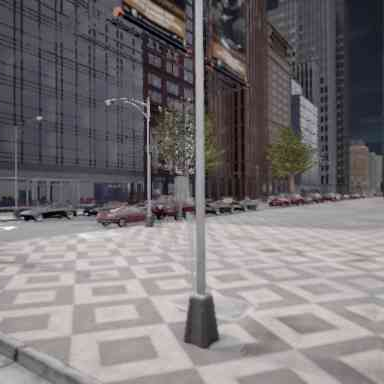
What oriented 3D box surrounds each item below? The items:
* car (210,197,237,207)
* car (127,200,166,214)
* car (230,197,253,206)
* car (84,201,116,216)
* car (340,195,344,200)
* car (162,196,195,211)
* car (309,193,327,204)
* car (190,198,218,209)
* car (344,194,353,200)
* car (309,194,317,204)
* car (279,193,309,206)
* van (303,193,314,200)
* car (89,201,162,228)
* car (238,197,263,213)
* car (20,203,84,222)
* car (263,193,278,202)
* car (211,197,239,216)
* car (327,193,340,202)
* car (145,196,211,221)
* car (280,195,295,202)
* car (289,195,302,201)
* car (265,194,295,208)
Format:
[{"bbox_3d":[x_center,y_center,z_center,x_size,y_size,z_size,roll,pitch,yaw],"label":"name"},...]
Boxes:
[{"bbox_3d":[4.742,1.421,49.257,1.752,1.417,4.829,0,0,35],"label":"car"},{"bbox_3d":[-4.769,1.520,35.472,1.802,1.307,4.206,0,0,35],"label":"car"},{"bbox_3d":[8.041,1.450,54.039,1.947,1.339,4.313,0,0,35],"label":"car"},{"bbox_3d":[-7.971,1.520,30.830,1.947,1.339,4.313,0,0,35],"label":"car"},{"bbox_3d":[31.162,1.297,72.538,1.752,1.417,4.829,0,0,35],"label":"car"},{"bbox_3d":[-1.568,1.361,40.113,1.967,1.590,4.097,0,0,35],"label":"car"},{"bbox_3d":[21.457,1.113,58.475,2.192,1.841,5.009,0,0,35],"label":"car"},{"bbox_3d":[1.636,1.490,44.755,1.802,1.307,4.206,0,0,35],"label":"car"},{"bbox_3d":[37.469,1.353,81.680,1.802,1.307,4.206,-1,0,35],"label":"car"},{"bbox_3d":[18.256,1.373,53.833,1.947,1.339,4.313,0,0,35],"label":"car"},{"bbox_3d":[15.053,1.132,49.193,2.192,1.841,5.009,0,0,35],"label":"car"},{"bbox_3d":[30.458,1.179,86.533,1.690,1.788,3.998,-1,0,35],"label":"van"},{"bbox_3d":[-4.158,1.489,21.344,1.802,1.307,4.206,0,0,35],"label":"car"},{"bbox_3d":[5.447,1.421,35.268,1.947,1.339,4.313,0,0,35],"label":"car"},{"bbox_3d":[-11.174,1.540,26.187,1.947,1.339,4.313,0,0,35],"label":"car"},{"bbox_3d":[14.446,1.409,63.323,1.887,1.381,4.507,0,0,35],"label":"car"},{"bbox_3d":[2.246,1.437,30.627,1.947,1.339,4.313,0,0,35],"label":"car"},{"bbox_3d":[27.862,1.094,67.758,2.192,1.841,5.009,0,0,35],"label":"car"},{"bbox_3d":[-0.957,1.203,25.987,2.192,1.841,5.009,0,0,35],"label":"car"},{"bbox_3d":[20.853,1.412,72.607,1.947,1.339,4.313,0,0,35],"label":"car"},{"bbox_3d":[24.054,1.421,77.248,1.802,1.307,4.206,0,0,35],"label":"car"},{"bbox_3d":[11.851,1.373,44.551,1.887,1.381,4.507,0,0,35],"label":"car"}]
